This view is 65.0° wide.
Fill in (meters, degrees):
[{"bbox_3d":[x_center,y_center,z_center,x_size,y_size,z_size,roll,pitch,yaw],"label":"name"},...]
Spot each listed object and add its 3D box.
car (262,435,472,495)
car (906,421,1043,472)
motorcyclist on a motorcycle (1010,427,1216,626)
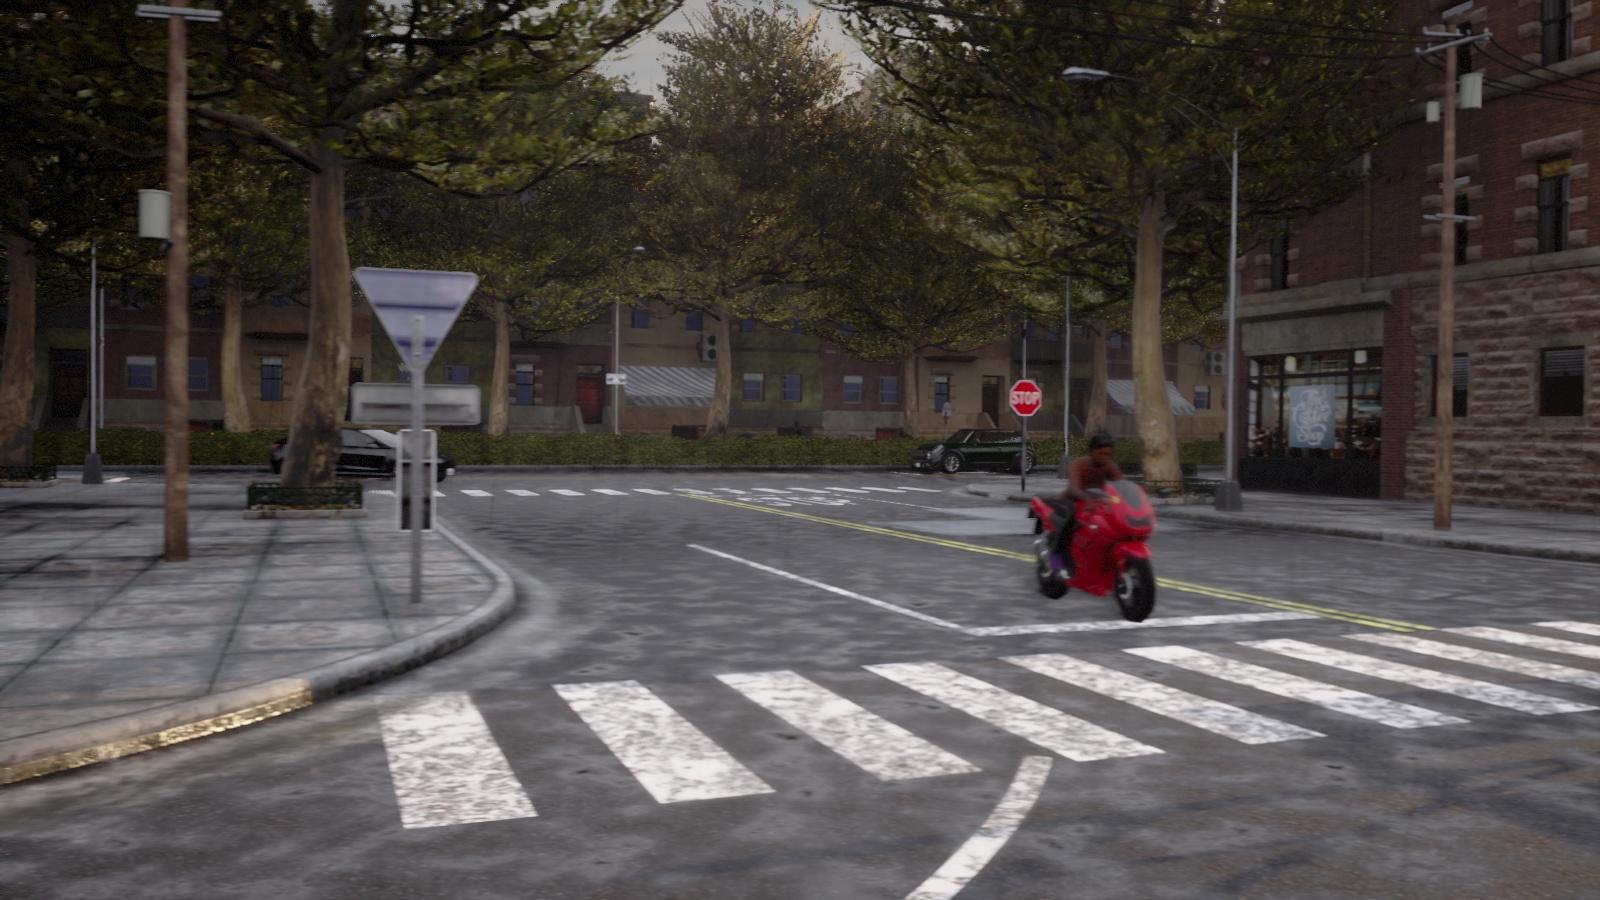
[{"bbox_3d":[-11.404,0.380,33.263,4.792,1.488,2.163,0,1,8],"label":"car"},{"bbox_3d":[6.420,-0.167,46.335,4.553,1.767,2.097,-1,1,-21],"label":"car"},{"bbox_3d":[2.632,0.574,10.842,0.797,1.523,2.044,-1,2,-16],"label":"motorcyclist on a motorcycle"}]
